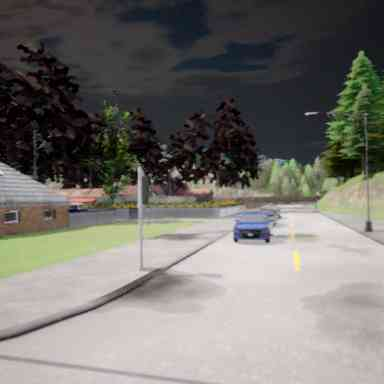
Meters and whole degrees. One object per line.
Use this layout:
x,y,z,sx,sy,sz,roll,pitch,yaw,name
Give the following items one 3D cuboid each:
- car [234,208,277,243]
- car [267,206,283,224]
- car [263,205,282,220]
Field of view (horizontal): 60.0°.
3.584,1.894,18.891,1.882,1.535,5.008,-1,-1,16,car
6.380,2.150,28.375,2.033,1.411,5.357,-1,-1,17,car
9.203,2.316,37.878,1.812,1.442,4.674,-1,-1,17,car
